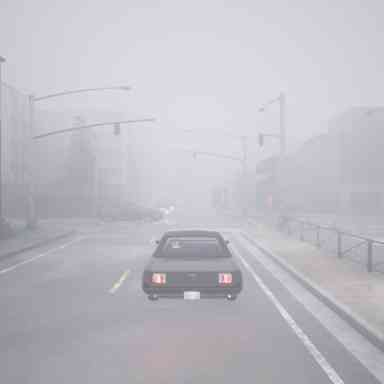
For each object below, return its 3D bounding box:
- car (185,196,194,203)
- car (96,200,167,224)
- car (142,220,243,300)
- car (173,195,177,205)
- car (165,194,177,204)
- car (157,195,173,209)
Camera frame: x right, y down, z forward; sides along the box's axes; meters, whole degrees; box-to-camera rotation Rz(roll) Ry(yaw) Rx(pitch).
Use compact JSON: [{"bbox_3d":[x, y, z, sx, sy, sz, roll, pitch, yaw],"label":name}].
[{"bbox_3d":[-0.461,1.491,66.584,2.128,1.511,4.902,0,0,0],"label":"car"},{"bbox_3d":[-4.577,1.558,24.559,4.902,1.511,2.128,0,-1,-1],"label":"car"},{"bbox_3d":[0.009,1.601,8.302,1.895,1.301,4.718,0,0,0],"label":"car"},{"bbox_3d":[-3.962,1.601,53.575,1.895,1.301,4.718,0,0,0],"label":"car"},{"bbox_3d":[-3.992,1.352,63.744,2.097,1.767,4.553,0,0,0],"label":"car"},{"bbox_3d":[-3.905,1.505,44.310,1.837,1.490,4.892,0,0,0],"label":"car"}]
